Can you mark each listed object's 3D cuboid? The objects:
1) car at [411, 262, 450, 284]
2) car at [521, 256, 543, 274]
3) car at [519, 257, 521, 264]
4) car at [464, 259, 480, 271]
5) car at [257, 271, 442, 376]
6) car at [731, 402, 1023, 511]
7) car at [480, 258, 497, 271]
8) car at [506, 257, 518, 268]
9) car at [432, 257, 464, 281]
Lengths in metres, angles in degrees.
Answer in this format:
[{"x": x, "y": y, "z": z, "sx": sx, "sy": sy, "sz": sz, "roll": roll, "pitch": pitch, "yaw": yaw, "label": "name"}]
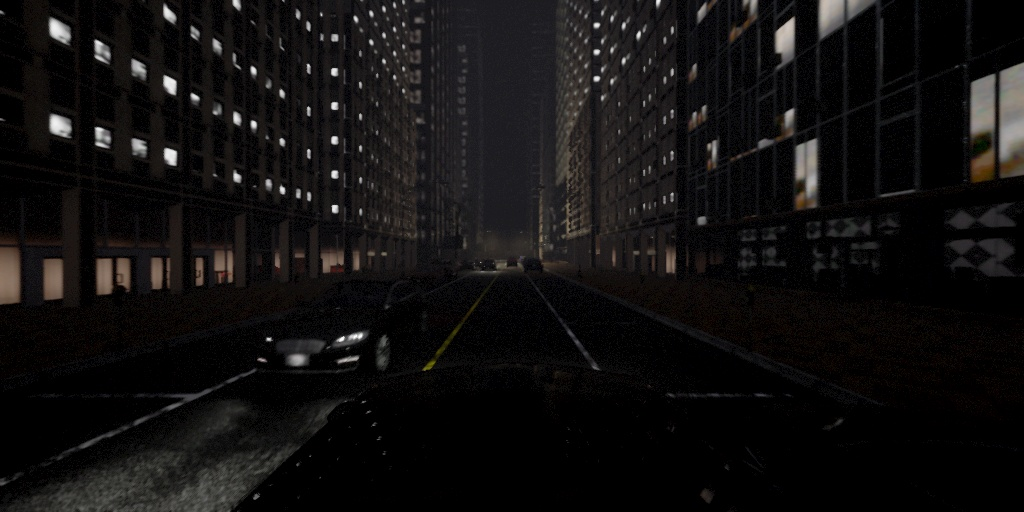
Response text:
[{"x": -5.677, "y": 1.278, "z": 24.000, "sx": 1.888, "sy": 1.381, "sz": 4.507, "roll": 0, "pitch": 0, "yaw": 0, "label": "car"}, {"x": 2.411, "y": 1.061, "z": 41.288, "sx": 2.097, "sy": 1.767, "sz": 4.553, "roll": 0, "pitch": 0, "yaw": 0, "label": "car"}, {"x": 2.724, "y": 0.992, "z": 58.183, "sx": 2.192, "sy": 1.841, "sz": 5.009, "roll": 0, "pitch": 0, "yaw": 0, "label": "car"}, {"x": -5.663, "y": 1.139, "z": 46.794, "sx": 1.967, "sy": 1.591, "sz": 4.097, "roll": 0, "pitch": 0, "yaw": 0, "label": "car"}, {"x": -3.096, "y": 1.238, "z": 7.616, "sx": 2.128, "sy": 1.511, "sz": 4.902, "roll": 0, "pitch": 0, "yaw": 0, "label": "car"}, {"x": 2.689, "y": 1.316, "z": 1.198, "sx": 1.948, "sy": 1.339, "sz": 4.313, "roll": 0, "pitch": 0, "yaw": 0, "label": "car"}, {"x": -3.050, "y": 1.200, "z": 47.992, "sx": 1.837, "sy": 1.490, "sz": 4.892, "roll": 0, "pitch": 0, "yaw": 0, "label": "car"}, {"x": 0.035, "y": 1.274, "z": 60.316, "sx": 1.895, "sy": 1.301, "sz": 4.718, "roll": 0, "pitch": 0, "yaw": 0, "label": "car"}, {"x": -5.674, "y": 1.041, "z": 29.699, "sx": 2.192, "sy": 1.841, "sz": 5.009, "roll": 0, "pitch": 0, "yaw": 0, "label": "car"}]
